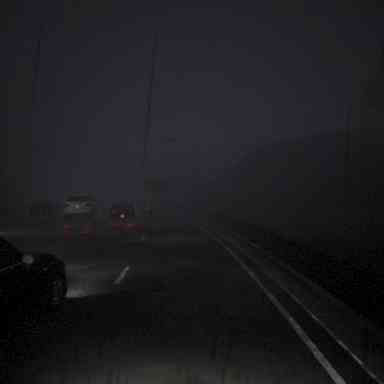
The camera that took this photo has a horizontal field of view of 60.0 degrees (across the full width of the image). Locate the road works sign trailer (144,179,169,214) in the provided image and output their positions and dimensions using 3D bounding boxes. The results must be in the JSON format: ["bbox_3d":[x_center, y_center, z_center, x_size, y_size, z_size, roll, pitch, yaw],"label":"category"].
[{"bbox_3d":[-3.795,0.427,35.625,2.380,3.560,2.880,0,0,-16],"label":"road works sign trailer"}]

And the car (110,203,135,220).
[{"bbox_3d":[-5.823,1.572,28.048,1.895,1.301,4.718,0,0,-11],"label":"car"}]

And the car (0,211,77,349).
[{"bbox_3d":[-3.495,1.347,4.751,2.097,1.767,4.553,0,0,-1],"label":"car"}]

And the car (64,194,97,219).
[{"bbox_3d":[-9.512,1.192,28.708,2.150,2.045,5.566,0,0,-11],"label":"car"}]

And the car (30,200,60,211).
[{"bbox_3d":[-13.598,1.446,30.999,1.882,1.535,5.008,0,0,-13],"label":"car"}]
